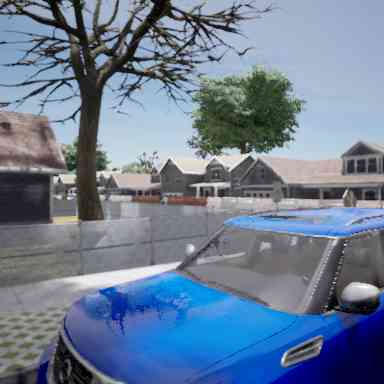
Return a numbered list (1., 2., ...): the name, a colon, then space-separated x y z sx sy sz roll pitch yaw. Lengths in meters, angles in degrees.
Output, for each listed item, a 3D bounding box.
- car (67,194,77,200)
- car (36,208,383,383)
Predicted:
1. car: -16.470 1.312 48.430 2.150 2.045 5.566 0 0 -36
2. car: 1.288 1.256 3.865 5.566 2.045 2.150 0 0 -35
